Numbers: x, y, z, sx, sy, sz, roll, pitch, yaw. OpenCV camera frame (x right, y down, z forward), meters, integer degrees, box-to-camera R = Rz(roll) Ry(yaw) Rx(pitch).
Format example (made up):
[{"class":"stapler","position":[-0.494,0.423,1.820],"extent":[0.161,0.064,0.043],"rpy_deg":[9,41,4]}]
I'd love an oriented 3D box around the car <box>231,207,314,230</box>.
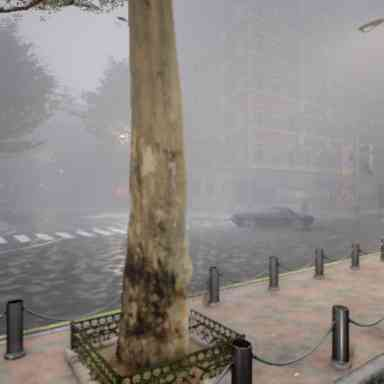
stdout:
[{"class":"car","position":[4.798,1.578,20.278],"extent":[4.718,1.301,1.895],"rpy_deg":[0,0,-2]}]
